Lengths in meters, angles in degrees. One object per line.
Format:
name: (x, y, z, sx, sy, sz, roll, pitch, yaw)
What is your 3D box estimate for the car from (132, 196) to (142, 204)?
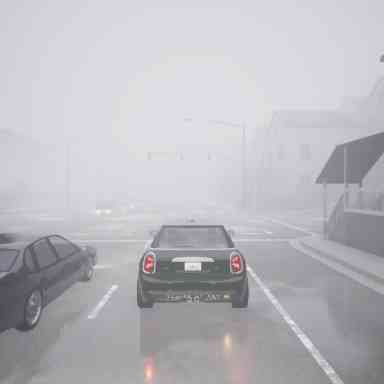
car: (-11.198, 1.491, 61.897, 2.128, 1.511, 4.902, 0, 0, 0)

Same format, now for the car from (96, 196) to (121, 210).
car: (-11.042, 1.564, 43.173, 1.994, 1.385, 4.181, 0, 0, -1)

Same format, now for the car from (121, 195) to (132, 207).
car: (-11.125, 1.352, 51.828, 2.097, 1.767, 4.553, 0, 0, -1)

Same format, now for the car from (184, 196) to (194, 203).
car: (-0.619, 1.525, 69.406, 1.812, 1.442, 4.674, 0, 0, -1)

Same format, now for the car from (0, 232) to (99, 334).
car: (-3.488, 1.547, 6.798, 2.033, 1.411, 5.357, 0, 0, 0)

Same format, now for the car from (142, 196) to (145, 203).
car: (-11.244, 1.521, 72.170, 2.128, 1.511, 4.902, 0, 0, -1)

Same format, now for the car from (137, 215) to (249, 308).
car: (0.003, 1.352, 8.080, 2.097, 1.767, 4.553, 0, 0, 0)

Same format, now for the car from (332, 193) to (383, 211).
car: (14.110, 0.954, 27.907, 4.674, 1.442, 1.812, -15, 0, -2)
